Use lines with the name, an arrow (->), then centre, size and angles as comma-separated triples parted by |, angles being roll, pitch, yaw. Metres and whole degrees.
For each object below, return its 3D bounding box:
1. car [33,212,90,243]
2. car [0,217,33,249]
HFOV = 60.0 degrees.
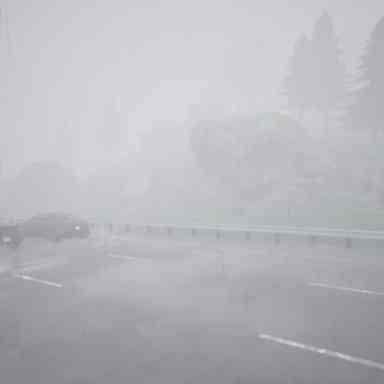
car -> -7.172, 1.706, 16.944 | 4.181, 1.385, 1.994 | -1, 0, 32
car -> -9.059, 1.667, 13.996 | 4.674, 1.442, 1.812 | 0, 0, 32
